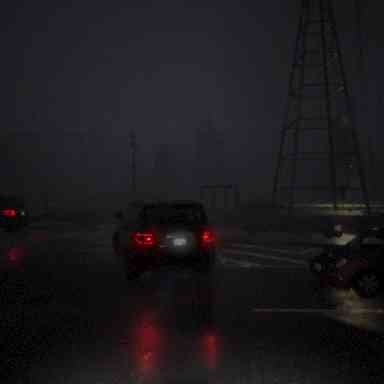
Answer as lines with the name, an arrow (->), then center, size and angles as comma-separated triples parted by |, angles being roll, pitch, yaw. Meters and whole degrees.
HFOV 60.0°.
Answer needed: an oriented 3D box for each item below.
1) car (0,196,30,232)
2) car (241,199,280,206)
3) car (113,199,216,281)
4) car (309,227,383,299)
car -> -11.643, 1.234, 17.835 | 5.566, 2.045, 2.150 | 0, 0, 4
car -> 7.779, 1.503, 36.536 | 5.008, 1.535, 1.882 | 0, 0, 1
car -> -1.069, 1.231, 10.229 | 2.150, 2.045, 5.566 | 0, 0, -17
car -> 4.898, 1.526, 7.823 | 3.905, 1.438, 1.784 | 0, 0, 0
